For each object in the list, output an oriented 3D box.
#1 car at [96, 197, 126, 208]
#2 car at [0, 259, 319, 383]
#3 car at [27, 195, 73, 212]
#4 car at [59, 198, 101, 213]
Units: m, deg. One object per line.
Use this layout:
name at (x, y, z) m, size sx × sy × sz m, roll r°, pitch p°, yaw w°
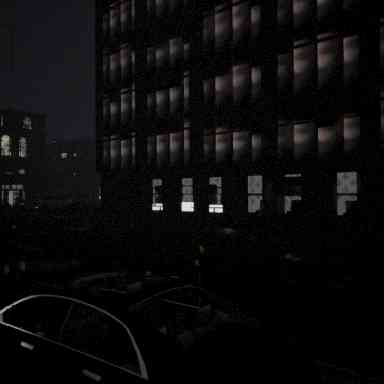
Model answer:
car at (-12.407, 1.643, 51.201) m, size 1.967 × 1.590 × 4.097 m, roll -1°, pitch -1°, yaw 36°
car at (-0.982, 1.551, 3.579) m, size 4.403 × 1.369 × 2.008 m, roll 0°, pitch 0°, yaw 35°
car at (-17.004, 1.353, 40.582) m, size 2.150 × 2.045 × 5.566 m, roll 0°, pitch 0°, yaw 36°
car at (-12.191, 1.683, 37.295) m, size 1.802 × 1.307 × 4.206 m, roll -1°, pitch -1°, yaw 36°
